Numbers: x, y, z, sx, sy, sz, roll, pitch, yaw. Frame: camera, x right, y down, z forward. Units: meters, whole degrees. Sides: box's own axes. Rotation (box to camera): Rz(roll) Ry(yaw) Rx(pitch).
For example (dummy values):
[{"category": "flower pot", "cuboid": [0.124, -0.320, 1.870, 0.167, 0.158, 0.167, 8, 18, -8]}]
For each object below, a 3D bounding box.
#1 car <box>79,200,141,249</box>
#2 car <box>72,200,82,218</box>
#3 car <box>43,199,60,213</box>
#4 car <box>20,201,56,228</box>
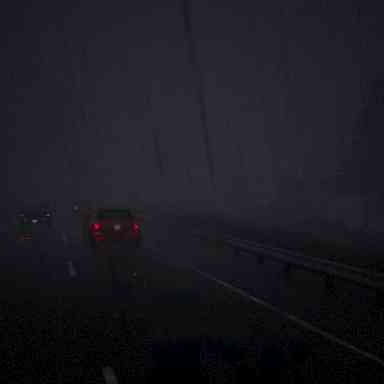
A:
[{"category": "car", "cuboid": [-3.846, 1.464, 15.439, 2.097, 1.767, 4.553, 1, -1, -22]}, {"category": "car", "cuboid": [-10.690, 1.538, 32.962, 2.097, 1.767, 4.553, 1, -1, -21]}, {"category": "car", "cuboid": [-17.052, 1.653, 39.762, 1.837, 1.490, 4.892, 1, -1, -21]}, {"category": "car", "cuboid": [-10.507, 1.599, 22.642, 1.812, 1.442, 4.674, 1, 0, -21]}]
